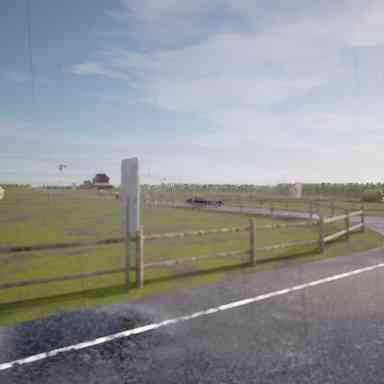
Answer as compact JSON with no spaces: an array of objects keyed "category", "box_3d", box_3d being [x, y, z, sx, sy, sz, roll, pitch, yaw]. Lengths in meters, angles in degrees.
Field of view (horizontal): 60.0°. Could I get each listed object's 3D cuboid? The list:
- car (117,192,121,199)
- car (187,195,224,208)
[{"category":"car","box_3d":[-11.370,0.628,56.683,1.812,1.442,4.674,1,0,-34]},{"category":"car","box_3d":[1.541,1.074,38.391,1.895,1.301,4.718,1,0,-36]}]
